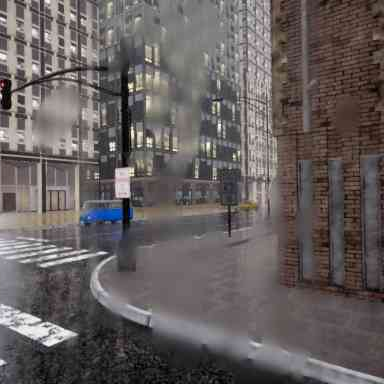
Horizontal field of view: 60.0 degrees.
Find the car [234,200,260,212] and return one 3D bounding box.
[{"bbox_3d":[6.849,1.688,41.378,1.752,1.417,4.829,-2,-1,36],"label":"car"}]

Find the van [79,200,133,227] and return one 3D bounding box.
[{"bbox_3d":[-5.987,1.460,23.470,1.690,1.788,3.998,-2,-1,36],"label":"van"}]
